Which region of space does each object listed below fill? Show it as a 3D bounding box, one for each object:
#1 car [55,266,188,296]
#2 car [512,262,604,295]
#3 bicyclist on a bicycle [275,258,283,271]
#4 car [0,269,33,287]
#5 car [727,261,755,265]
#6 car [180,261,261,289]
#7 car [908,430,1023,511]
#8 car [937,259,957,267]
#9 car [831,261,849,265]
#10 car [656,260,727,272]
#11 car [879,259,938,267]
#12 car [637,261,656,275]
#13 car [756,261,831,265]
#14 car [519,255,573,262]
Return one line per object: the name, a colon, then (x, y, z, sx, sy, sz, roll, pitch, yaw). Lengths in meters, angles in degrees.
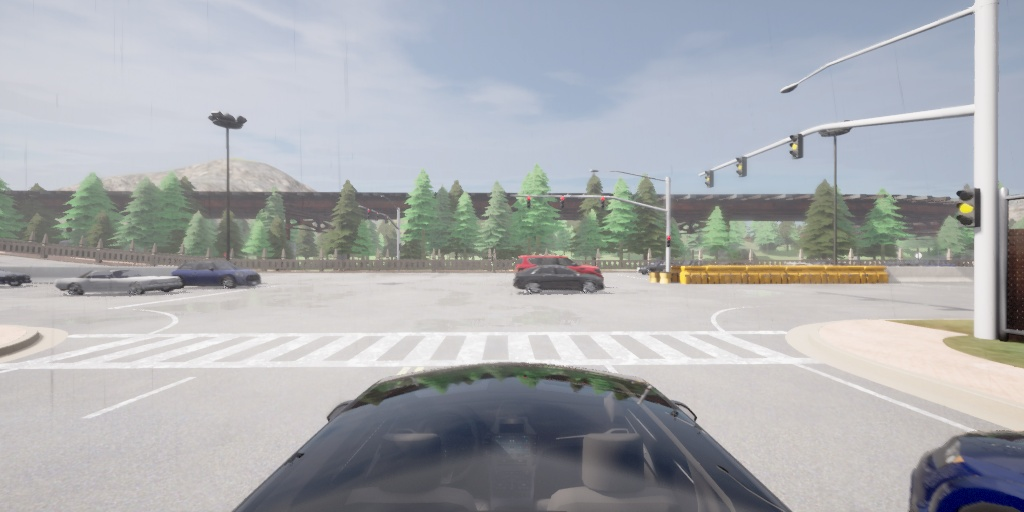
car: (-20.249, 1.347, 18.638, 4.718, 1.301, 1.895, 0, 0, -2)
car: (2.456, 1.255, 19.344, 4.892, 1.490, 1.837, 0, 0, -2)
bicyclist on a bicycle: (-28.452, 1.041, 43.882, 0.582, 1.620, 1.656, 0, 0, -2)
car: (-32.881, 1.186, 21.753, 5.357, 1.411, 2.033, 2, 0, -2)
car: (20.519, 1.255, 34.112, 4.892, 1.490, 1.837, 0, 0, -2)
car: (-18.252, 1.099, 22.202, 4.553, 1.767, 2.097, 0, 0, -2)
car: (3.600, 1.312, 0.567, 1.994, 1.385, 4.181, 0, 0, 0)
car: (39.984, 1.102, 34.699, 4.553, 1.767, 2.097, 0, 0, -2)
car: (30.016, 1.241, 34.404, 4.902, 1.511, 2.128, 0, 0, -2)
car: (15.184, 1.102, 30.445, 4.553, 1.767, 2.097, 0, 0, -2)
car: (33.219, 1.255, 31.001, 4.892, 1.490, 1.837, 0, 0, -2)
car: (15.576, 1.241, 37.460, 4.902, 1.511, 2.128, 0, 0, -2)
car: (24.013, 1.276, 30.701, 4.674, 1.442, 1.812, 0, 0, -2)
car: (2.898, 0.971, 22.859, 5.566, 2.045, 2.150, 0, 0, -2)
